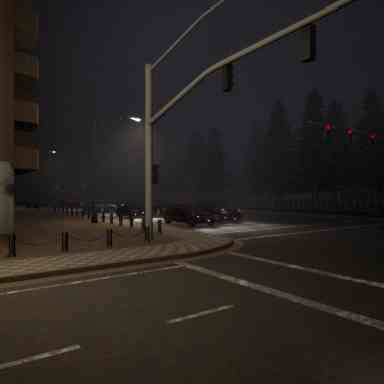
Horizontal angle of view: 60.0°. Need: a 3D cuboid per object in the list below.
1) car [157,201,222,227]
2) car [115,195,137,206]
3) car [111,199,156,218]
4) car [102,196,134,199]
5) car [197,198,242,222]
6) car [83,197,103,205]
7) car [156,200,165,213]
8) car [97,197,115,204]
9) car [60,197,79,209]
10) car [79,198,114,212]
[{"bbox_3d":[-0.318,1.581,23.506,1.812,1.442,4.674,0,0,-37],"label":"car"},{"bbox_3d":[-11.427,1.408,57.209,2.097,1.767,4.553,0,0,-36],"label":"car"},{"bbox_3d":[-5.435,1.619,30.577,1.994,1.385,4.181,0,0,-36],"label":"car"},{"bbox_3d":[-9.420,1.603,42.116,2.033,1.411,5.357,0,0,-35],"label":"car"},{"bbox_3d":[1.864,1.407,26.436,2.097,1.767,4.553,0,0,-36],"label":"car"},{"bbox_3d":[-18.015,1.656,60.365,1.895,1.301,4.718,0,0,-36],"label":"car"},{"bbox_3d":[-3.374,1.547,33.709,2.128,1.511,4.902,0,0,-36],"label":"car"},{"bbox_3d":[-16.689,1.656,64.485,1.895,1.301,4.718,0,0,-36],"label":"car"},{"bbox_3d":[-17.286,1.533,47.108,1.882,1.535,5.008,0,0,-35],"label":"car"},{"bbox_3d":[-11.177,1.656,38.562,1.895,1.301,4.718,0,0,-36],"label":"car"}]
